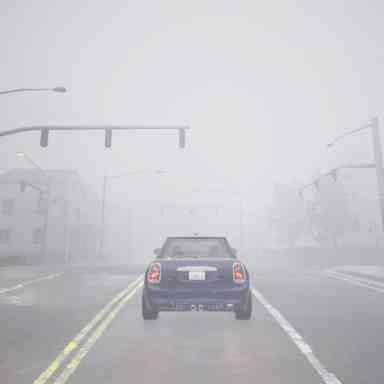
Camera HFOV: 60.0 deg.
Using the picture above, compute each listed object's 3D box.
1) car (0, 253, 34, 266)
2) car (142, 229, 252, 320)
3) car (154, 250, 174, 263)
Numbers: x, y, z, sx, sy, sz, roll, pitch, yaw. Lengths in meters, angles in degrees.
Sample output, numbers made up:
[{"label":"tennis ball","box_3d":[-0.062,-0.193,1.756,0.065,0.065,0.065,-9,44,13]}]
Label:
[{"label":"car","box_3d":[-14.368,5.164,24.681,4.718,1.301,1.895,-7,-11,-1]},{"label":"car","box_3d":[0.088,1.808,8.245,2.097,1.767,4.553,0,-7,0]},{"label":"car","box_3d":[-3.653,8.604,44.250,2.128,1.511,4.902,0,-11,0]}]
